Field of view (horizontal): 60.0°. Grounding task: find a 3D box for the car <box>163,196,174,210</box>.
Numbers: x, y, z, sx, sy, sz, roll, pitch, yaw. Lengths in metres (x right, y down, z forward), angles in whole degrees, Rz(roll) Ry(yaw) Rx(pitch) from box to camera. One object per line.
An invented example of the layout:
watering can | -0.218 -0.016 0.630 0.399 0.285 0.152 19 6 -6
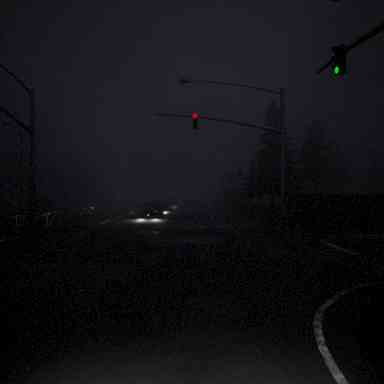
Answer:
car | -3.705 1.547 40.849 2.033 1.411 5.357 0 0 0

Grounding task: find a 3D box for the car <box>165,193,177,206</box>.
car | -3.654 1.218 56.267 2.150 2.045 5.566 0 0 0

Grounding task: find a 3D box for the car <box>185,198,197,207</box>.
car | -0.139 1.601 51.236 1.895 1.301 4.718 0 0 0

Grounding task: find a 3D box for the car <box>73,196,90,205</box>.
car | -17.600 1.374 53.010 1.845 1.501 3.633 0 0 0

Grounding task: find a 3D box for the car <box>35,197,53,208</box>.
car | -20.633 1.384 45.611 1.970 1.475 3.806 0 0 0

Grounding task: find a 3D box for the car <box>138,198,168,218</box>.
car | -3.684 1.547 30.582 2.033 1.411 5.357 0 0 0
